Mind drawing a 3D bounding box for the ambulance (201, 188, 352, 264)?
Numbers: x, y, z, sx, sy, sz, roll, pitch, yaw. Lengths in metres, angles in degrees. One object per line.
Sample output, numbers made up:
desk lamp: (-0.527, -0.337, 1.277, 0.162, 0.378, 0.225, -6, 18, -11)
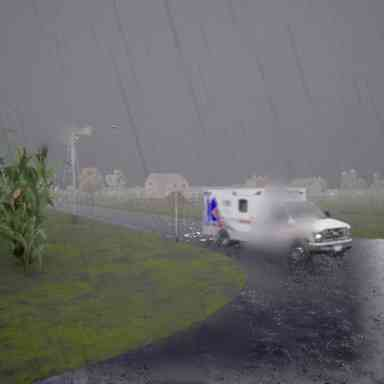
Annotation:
ambulance: (2.934, 1.064, 13.113, 2.351, 2.431, 6.366, -1, 0, -31)
